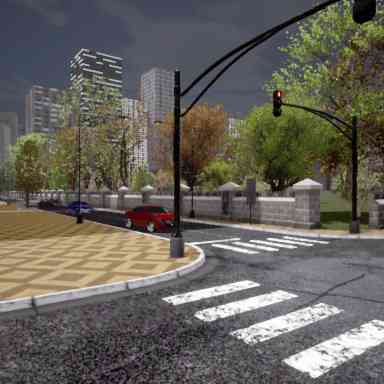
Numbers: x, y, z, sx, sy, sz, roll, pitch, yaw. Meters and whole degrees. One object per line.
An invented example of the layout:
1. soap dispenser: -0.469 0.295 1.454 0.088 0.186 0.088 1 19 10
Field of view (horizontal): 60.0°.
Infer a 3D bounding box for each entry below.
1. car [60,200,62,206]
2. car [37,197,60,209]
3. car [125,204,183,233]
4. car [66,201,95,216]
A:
1. car: -24.149 1.673 58.032 2.128 1.511 4.902 0 0 -34
2. car: -20.737 1.703 47.459 1.994 1.385 4.181 0 0 -34
3. car: -2.425 1.521 20.334 1.882 1.535 5.008 0 0 -34
4. car: -11.340 1.615 33.483 1.812 1.442 4.674 0 0 -34
